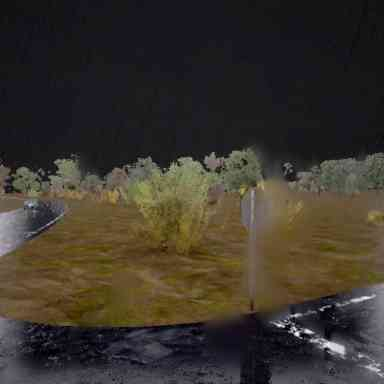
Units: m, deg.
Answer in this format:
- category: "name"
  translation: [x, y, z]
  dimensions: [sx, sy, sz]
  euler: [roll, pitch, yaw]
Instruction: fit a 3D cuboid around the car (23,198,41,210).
- category: "car"
  translation: [-22.379, 1.629, 46.691]
  dimensions: [2.128, 1.511, 4.902]
  euler: [0, 0, -19]
